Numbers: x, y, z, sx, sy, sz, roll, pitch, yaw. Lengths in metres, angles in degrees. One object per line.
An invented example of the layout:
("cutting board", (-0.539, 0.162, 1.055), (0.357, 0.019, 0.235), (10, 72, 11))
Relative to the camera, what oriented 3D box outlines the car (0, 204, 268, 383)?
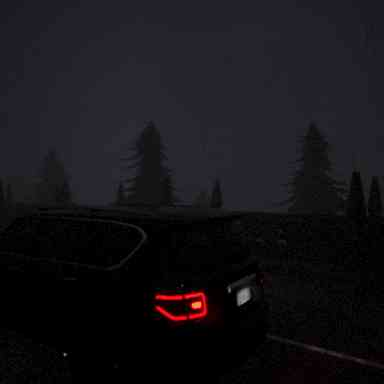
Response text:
("car", (-1.626, 1.211, 5.152), (5.566, 2.045, 2.150), (0, 0, 35))
